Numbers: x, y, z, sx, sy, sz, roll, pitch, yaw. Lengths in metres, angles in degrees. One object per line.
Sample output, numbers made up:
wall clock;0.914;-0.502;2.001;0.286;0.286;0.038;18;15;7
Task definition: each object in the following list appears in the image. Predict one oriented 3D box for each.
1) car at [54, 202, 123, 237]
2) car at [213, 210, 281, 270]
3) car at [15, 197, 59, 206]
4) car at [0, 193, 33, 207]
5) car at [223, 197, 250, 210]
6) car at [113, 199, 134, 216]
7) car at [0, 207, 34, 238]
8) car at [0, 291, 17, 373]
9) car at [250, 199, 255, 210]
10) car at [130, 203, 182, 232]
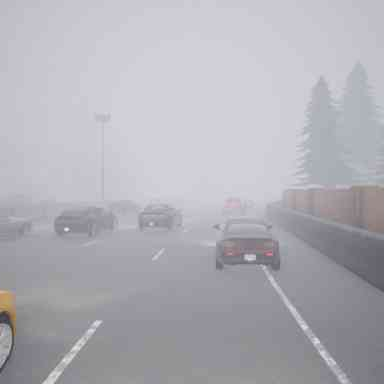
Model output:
car;-5.621;1.501;18.117;1.837;1.490;4.892;0;0;7
car;1.696;1.524;10.907;1.812;1.442;4.674;0;0;5
car;-16.599;1.541;37.093;2.033;1.411;5.357;0;0;14
car;-22.525;1.213;42.159;2.150;2.045;5.566;0;0;15
car;4.523;1.346;34.569;2.097;1.767;4.553;0;0;15
car;-6.613;1.497;32.747;1.837;1.490;4.892;0;0;12
car;-9.476;1.598;15.461;1.895;1.301;4.718;0;0;6
car;-3.293;1.477;2.464;1.882;1.535;5.008;0;0;1
car;7.113;1.593;43.888;1.895;1.301;4.718;0;0;19
car;-1.816;1.488;20.164;2.128;1.511;4.902;0;0;8
